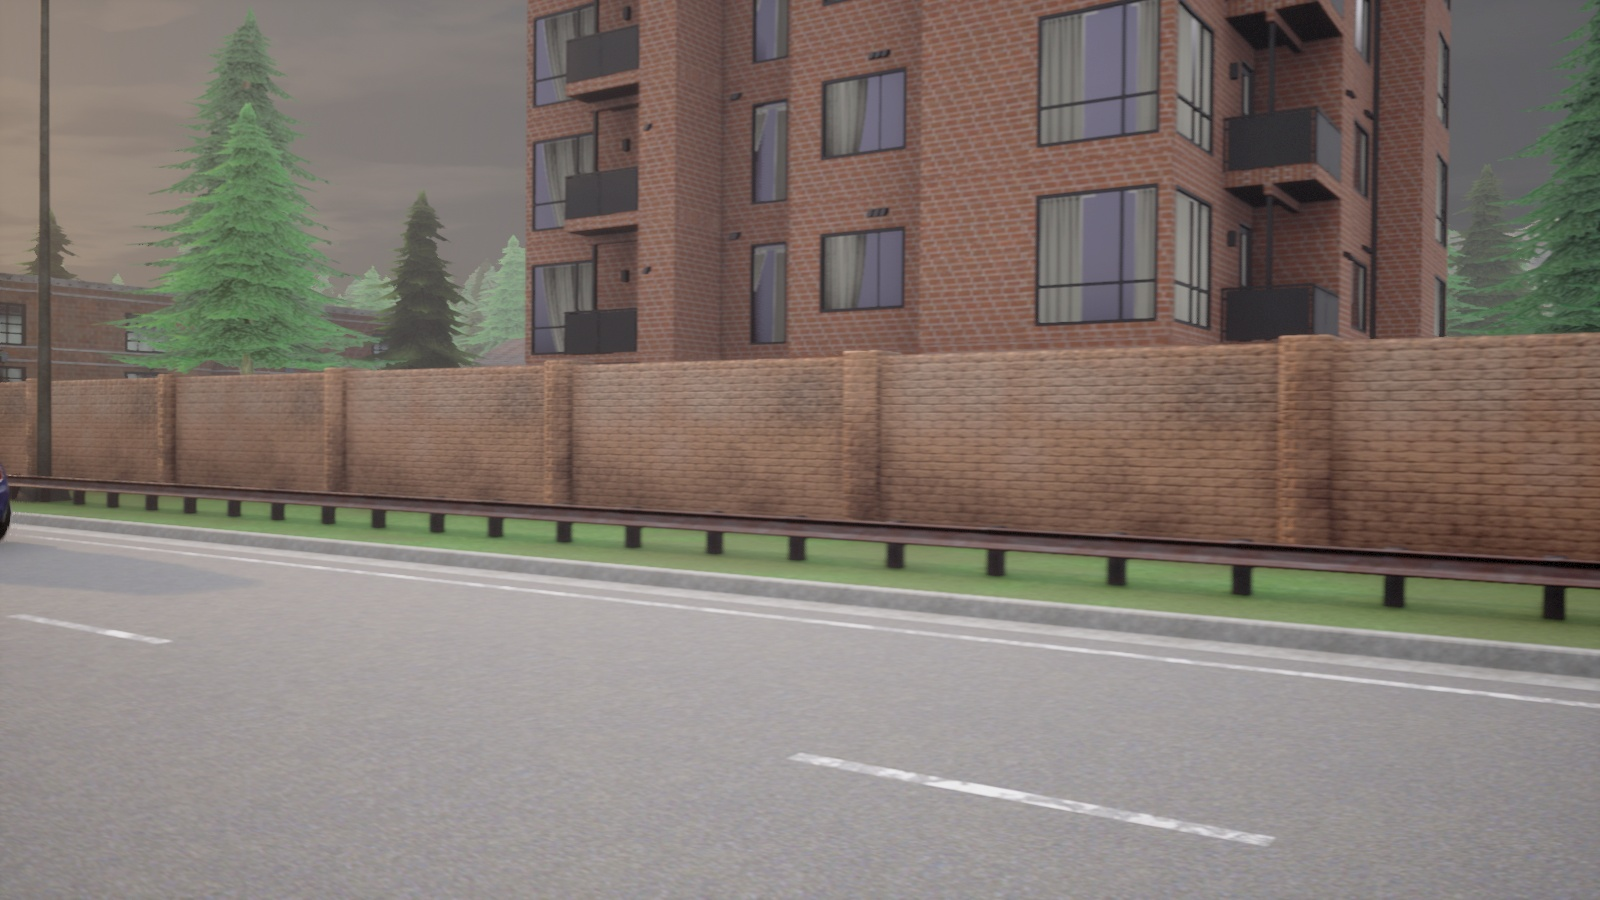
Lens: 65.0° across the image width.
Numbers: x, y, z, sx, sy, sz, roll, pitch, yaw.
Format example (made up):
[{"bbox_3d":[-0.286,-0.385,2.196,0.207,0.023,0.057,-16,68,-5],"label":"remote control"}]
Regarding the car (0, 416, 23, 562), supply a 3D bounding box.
[{"bbox_3d":[-12.038,0.483,15.820,4.553,1.767,2.097,0,1,34],"label":"car"}]
